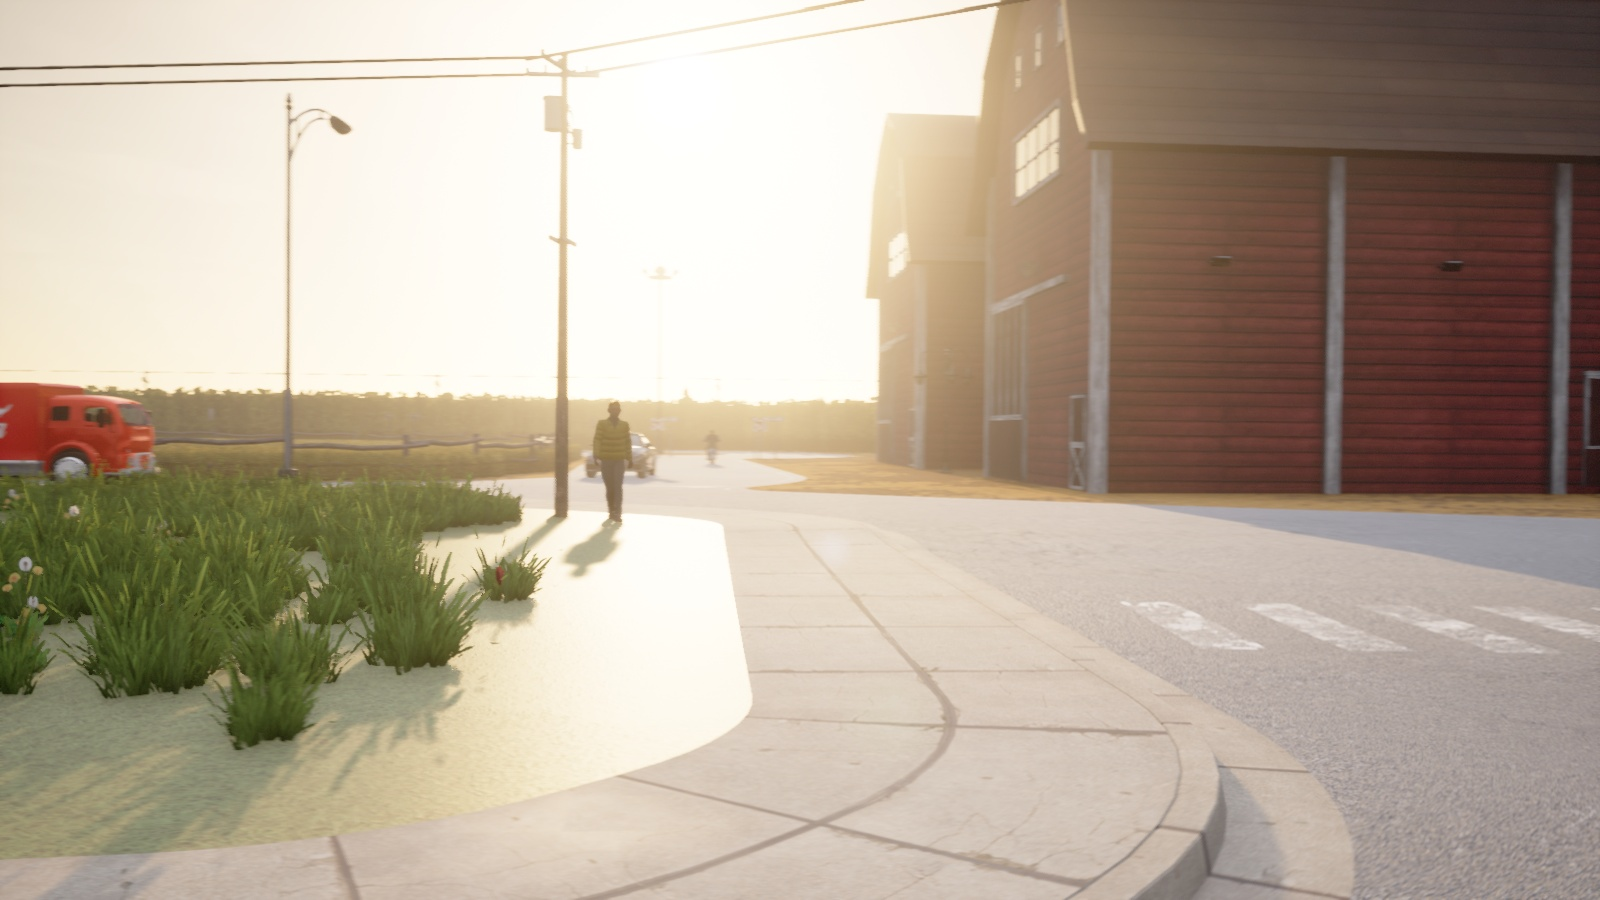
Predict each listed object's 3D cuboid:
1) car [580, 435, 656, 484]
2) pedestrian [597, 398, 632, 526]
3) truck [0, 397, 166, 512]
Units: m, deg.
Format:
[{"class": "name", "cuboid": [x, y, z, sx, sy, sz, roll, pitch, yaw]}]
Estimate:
[{"class": "car", "cuboid": [-5.878, 0.270, 41.034, 1.812, 1.442, 4.674, -1, 1, -1]}, {"class": "pedestrian", "cuboid": [-2.720, 0.166, 18.365, 0.431, 1.840, 0.709, -1, 1, -13]}, {"class": "truck", "cuboid": [-17.676, 0.085, 28.515, 5.204, 2.467, 2.627, -1, 1, -5]}]
